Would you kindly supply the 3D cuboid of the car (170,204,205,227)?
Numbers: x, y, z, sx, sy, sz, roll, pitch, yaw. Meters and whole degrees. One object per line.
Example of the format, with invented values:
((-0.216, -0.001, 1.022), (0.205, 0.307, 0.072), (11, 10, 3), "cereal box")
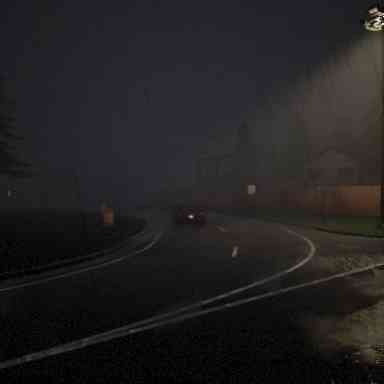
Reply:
((-0.364, 1.502, 22.644), (1.994, 1.385, 4.181), (0, 0, -9), "car")
